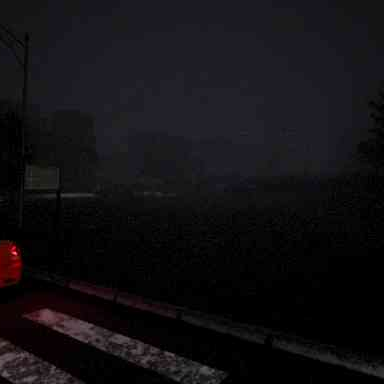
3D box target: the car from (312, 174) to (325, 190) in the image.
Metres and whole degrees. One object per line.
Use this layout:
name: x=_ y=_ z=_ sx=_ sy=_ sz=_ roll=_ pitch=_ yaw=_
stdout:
car: x=15.519 y=-1.265 z=46.248 sx=4.553 sy=1.767 sz=2.185 roll=4 pitch=7 yaw=32

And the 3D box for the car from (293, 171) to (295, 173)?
car: x=18.776 y=-3.567 z=71.477 sx=4.892 sy=1.521 sz=2.231 roll=2 pitch=6 yaw=30

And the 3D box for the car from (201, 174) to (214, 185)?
car: x=0.706 y=-2.046 z=56.472 sx=4.792 sy=1.488 sz=2.163 roll=2 pitch=6 yaw=30

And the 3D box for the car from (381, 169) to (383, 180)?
car: x=41.232 y=-3.443 z=66.908 sx=5.566 sy=2.045 sz=2.435 roll=4 pitch=6 yaw=30

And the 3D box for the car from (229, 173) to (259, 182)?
car: x=9.915 y=-2.821 z=63.902 sx=5.366 sy=1.575 sz=1.946 roll=2 pitch=5 yaw=30

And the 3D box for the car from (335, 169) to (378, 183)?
car: x=27.336 y=-2.321 z=55.521 sx=5.566 sy=2.045 sz=2.435 roll=4 pitch=7 yaw=31

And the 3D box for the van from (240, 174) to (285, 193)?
van: x=8.570 y=-0.800 z=40.625 sx=4.442 sy=1.987 sz=1.878 roll=4 pitch=7 yaw=32

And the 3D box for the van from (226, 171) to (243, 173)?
van: x=7.397 y=-2.866 z=62.158 sx=4.442 sy=1.987 sz=1.878 roll=2 pitch=6 yaw=30

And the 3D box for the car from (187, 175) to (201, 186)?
car: x=-1.501 y=-2.010 z=54.537 sx=4.553 sy=1.767 sz=2.185 roll=2 pitch=6 yaw=30

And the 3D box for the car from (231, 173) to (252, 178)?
car: x=9.744 y=-2.000 z=56.098 sx=5.357 sy=1.411 sz=2.033 roll=-4 pitch=7 yaw=-34

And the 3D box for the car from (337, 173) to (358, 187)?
car: x=22.617 y=-1.694 z=51.802 sx=4.892 sy=1.521 sz=2.231 roll=4 pitch=7 yaw=31

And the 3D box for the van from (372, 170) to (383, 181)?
van: x=36.691 y=-3.049 z=63.069 sx=4.442 sy=1.987 sz=1.878 roll=4 pitch=7 yaw=30

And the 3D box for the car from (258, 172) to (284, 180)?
car: x=16.511 y=-3.383 z=69.619 sx=5.008 sy=1.535 sz=2.097 roll=2 pitch=5 yaw=30

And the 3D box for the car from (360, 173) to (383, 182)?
car: x=34.119 y=-2.655 z=61.339 sx=5.366 sy=1.575 sz=1.946 roll=4 pitch=7 yaw=30

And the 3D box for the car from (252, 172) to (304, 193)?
car: x=10.800 y=-1.019 z=42.537 sx=5.566 sy=2.045 sz=2.435 roll=4 pitch=7 yaw=32

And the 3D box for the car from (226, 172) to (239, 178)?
car: x=5.244 y=-2.451 z=60.242 sx=5.008 sy=1.535 sz=2.097 roll=2 pitch=5 yaw=30

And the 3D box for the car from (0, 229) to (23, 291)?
car: x=-5.952 y=1.319 z=7.756 sx=4.553 sy=1.767 sz=2.097 roll=1 pitch=1 yaw=36

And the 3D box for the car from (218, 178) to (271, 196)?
car: x=6.108 y=-0.398 z=38.868 sx=5.008 sy=1.535 sz=2.097 roll=4 pitch=7 yaw=32

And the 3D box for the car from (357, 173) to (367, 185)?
car: x=24.986 y=-1.853 z=53.670 sx=4.792 sy=1.488 sz=2.163 roll=4 pitch=7 yaw=31

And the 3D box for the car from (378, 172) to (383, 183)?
car: x=29.648 y=-2.261 z=57.454 sx=4.892 sy=1.521 sz=2.231 roll=4 pitch=7 yaw=30

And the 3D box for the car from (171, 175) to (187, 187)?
car: x=-3.752 y=-1.668 z=52.664 sx=4.792 sy=1.488 sz=2.163 roll=2 pitch=5 yaw=30

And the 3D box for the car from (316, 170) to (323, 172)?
car: x=27.813 y=-4.262 z=78.945 sx=4.674 sy=1.452 sz=2.002 roll=2 pitch=5 yaw=30

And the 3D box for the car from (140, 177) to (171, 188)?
car: x=-6.034 y=-1.470 z=50.784 sx=4.674 sy=1.452 sz=2.002 roll=2 pitch=5 yaw=30

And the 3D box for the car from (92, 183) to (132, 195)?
car: x=-9.811 y=-0.449 z=40.962 sx=4.718 sy=1.301 sz=1.895 roll=-4 pitch=7 yaw=-40

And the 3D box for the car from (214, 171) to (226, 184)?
car: x=3.013 y=-2.386 z=58.318 sx=4.553 sy=1.767 sz=2.185 roll=2 pitch=6 yaw=30

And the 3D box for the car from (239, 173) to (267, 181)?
car: x=12.002 y=-3.011 z=65.876 sx=5.008 sy=1.535 sz=2.097 roll=2 pitch=5 yaw=30

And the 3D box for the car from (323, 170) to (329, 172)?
car: x=30.096 y=-4.597 z=80.764 sx=4.553 sy=1.767 sz=2.185 roll=2 pitch=6 yaw=31

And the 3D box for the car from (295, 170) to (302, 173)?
car: x=21.033 y=-3.752 z=73.339 sx=4.892 sy=1.521 sz=2.231 roll=2 pitch=6 yaw=30

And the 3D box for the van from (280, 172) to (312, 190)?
van: x=13.083 y=-1.184 z=44.430 sx=4.442 sy=1.987 sz=1.878 roll=4 pitch=7 yaw=32

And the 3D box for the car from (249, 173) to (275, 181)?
car: x=14.286 y=-3.166 z=67.729 sx=4.792 sy=1.488 sz=2.163 roll=2 pitch=5 yaw=30

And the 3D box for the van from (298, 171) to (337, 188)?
van: x=18.005 y=-1.542 z=48.011 sx=4.442 sy=1.987 sz=1.878 roll=4 pitch=7 yaw=32

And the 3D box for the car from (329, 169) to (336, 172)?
car: x=32.344 y=-4.641 z=82.648 sx=5.008 sy=1.535 sz=2.097 roll=2 pitch=6 yaw=31

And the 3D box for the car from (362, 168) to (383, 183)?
car: x=31.998 y=-2.700 z=59.309 sx=5.566 sy=2.045 sz=2.435 roll=4 pitch=7 yaw=30
